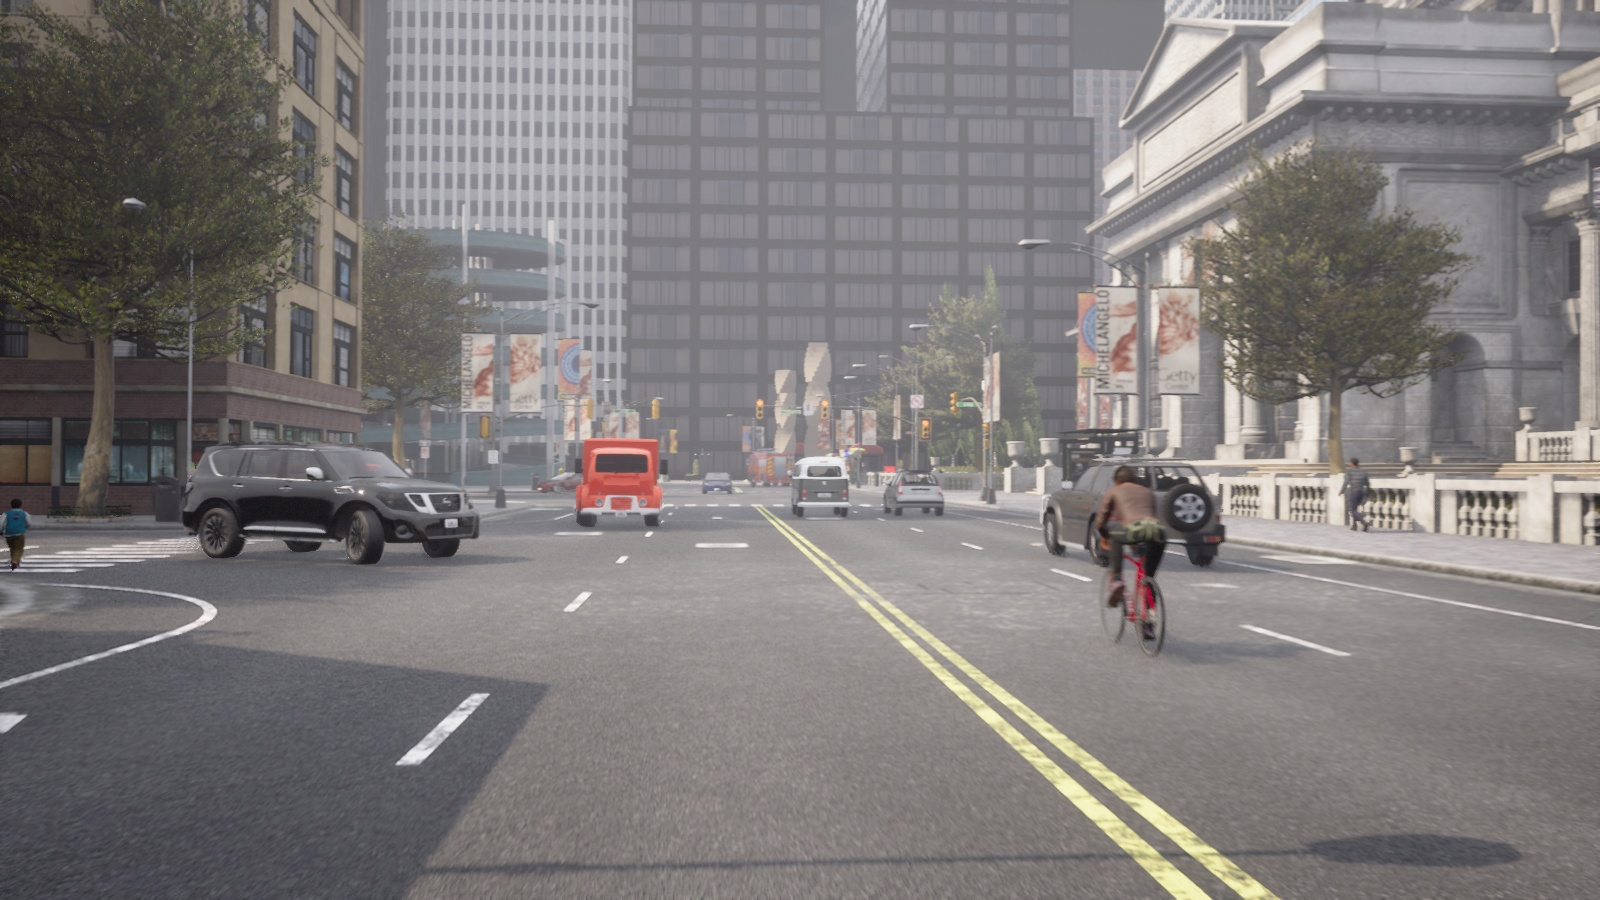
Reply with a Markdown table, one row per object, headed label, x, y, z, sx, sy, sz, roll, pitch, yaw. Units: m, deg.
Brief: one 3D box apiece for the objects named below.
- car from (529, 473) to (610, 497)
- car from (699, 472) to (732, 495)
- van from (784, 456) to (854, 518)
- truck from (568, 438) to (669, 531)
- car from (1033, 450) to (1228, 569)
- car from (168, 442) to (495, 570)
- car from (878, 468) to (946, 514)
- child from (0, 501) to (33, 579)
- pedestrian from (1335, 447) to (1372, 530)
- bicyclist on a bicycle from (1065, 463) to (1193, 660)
| label | x | y | z | sx | sy | sz | roll | pitch | yaw |
| --- | --- | --- | --- | --- | --- | --- | --- | --- | --- |
| car | -15.177 | 2.277 | 82.873 | 4.792 | 1.488 | 2.163 | 1 | -1 | -41 |
| car | -5.665 | 2.257 | 84.454 | 2.163 | 1.488 | 4.792 | 0 | -1 | -4 |
| van | 0.620 | 1.272 | 44.020 | 2.069 | 2.038 | 4.480 | 0 | -1 | -4 |
| truck | -5.213 | 0.957 | 36.047 | 2.627 | 2.467 | 5.204 | 0 | -1 | -9 |
| car | 5.634 | 0.974 | 22.094 | 1.932 | 1.855 | 4.605 | 0 | -1 | -4 |
| car | -8.309 | 0.946 | 22.189 | 5.566 | 2.045 | 2.150 | -1 | -1 | 26 |
| car | 4.015 | 1.458 | 45.683 | 1.851 | 1.617 | 3.988 | 0 | -1 | -4 |
| child | -12.160 | 1.388 | 19.495 | 0.343 | 1.192 | 0.448 | 0 | -1 | -18 |
| pedestrian | 13.159 | 0.907 | 29.879 | 0.423 | 1.949 | 0.788 | 0 | -1 | -9 |
| bicyclist on a bicycle | 2.890 | 0.941 | 11.198 | 0.582 | 1.620 | 1.656 | 0 | -1 | -4 |
